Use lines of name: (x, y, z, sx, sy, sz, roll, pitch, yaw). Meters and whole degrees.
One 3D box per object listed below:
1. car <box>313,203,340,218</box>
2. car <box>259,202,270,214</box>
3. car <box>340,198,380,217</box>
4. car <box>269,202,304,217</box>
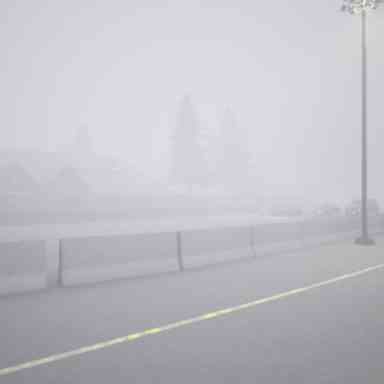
car: (14.787, 1.962, 36.218, 2.128, 1.511, 4.902, 0, -1, 42)
car: (10.208, 2.018, 41.595, 2.128, 1.511, 4.902, 0, -1, 42)
car: (17.373, 1.671, 33.842, 2.150, 2.045, 5.566, 0, -1, 42)
car: (10.837, 2.037, 37.093, 1.994, 1.385, 4.181, 0, -1, 43)
